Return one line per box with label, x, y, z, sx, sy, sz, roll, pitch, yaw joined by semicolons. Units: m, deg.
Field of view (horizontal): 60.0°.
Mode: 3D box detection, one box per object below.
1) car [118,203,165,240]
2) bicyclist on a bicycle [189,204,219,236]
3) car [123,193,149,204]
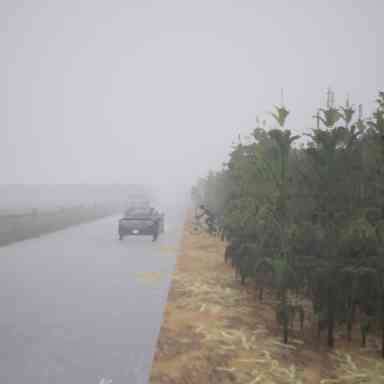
car;-2.527;1.542;17.195;2.128;1.511;4.902;0;0;0
bicyclist on a bicycle;0.670;1.460;17.100;1.656;1.620;0.582;0;0;0
car;-5.798;1.143;35.041;2.150;2.045;5.566;0;0;0
